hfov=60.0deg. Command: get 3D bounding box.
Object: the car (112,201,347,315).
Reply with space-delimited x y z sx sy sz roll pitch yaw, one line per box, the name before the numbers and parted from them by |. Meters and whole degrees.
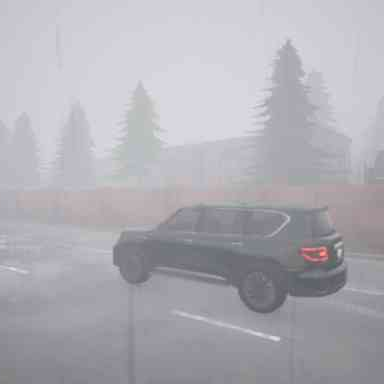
car | 0.589 1.229 7.840 5.566 2.045 2.150 0 0 35
